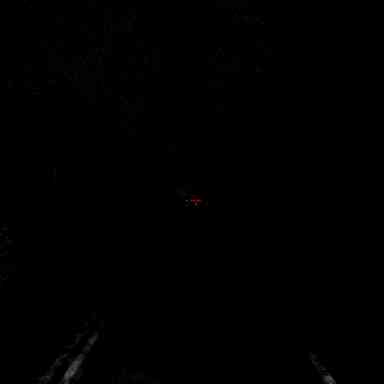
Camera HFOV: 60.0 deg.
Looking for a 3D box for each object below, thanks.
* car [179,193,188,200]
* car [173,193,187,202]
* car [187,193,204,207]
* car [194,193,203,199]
[{"bbox_3d":[-1.840,0.936,75.305,1.812,1.442,4.674,0,1,2],"label":"car"},{"bbox_3d":[-2.377,1.179,59.481,1.895,1.301,4.718,0,1,2],"label":"car"},{"bbox_3d":[0.608,1.232,44.518,1.837,1.490,4.892,0,1,1],"label":"car"},{"bbox_3d":[1.573,0.901,80.667,1.994,1.385,4.181,0,1,2],"label":"car"}]
